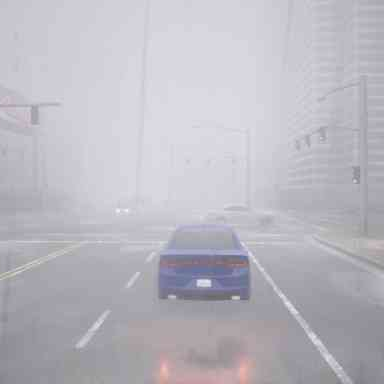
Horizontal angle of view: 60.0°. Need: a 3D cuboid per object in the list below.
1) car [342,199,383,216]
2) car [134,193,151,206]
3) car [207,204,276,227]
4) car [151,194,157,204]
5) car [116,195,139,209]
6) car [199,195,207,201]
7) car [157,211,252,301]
[{"bbox_3d":[17.226,1.505,32.333,4.892,1.490,1.837,0,0,2],"label":"car"},{"bbox_3d":[-8.831,1.221,55.520,2.150,2.045,5.566,0,0,2],"label":"car"},{"bbox_3d":[3.187,1.526,22.024,4.674,1.442,1.812,0,0,1],"label":"car"},{"bbox_3d":[-8.421,1.547,66.200,2.033,1.411,5.357,0,0,3],"label":"car"},{"bbox_3d":[-9.143,1.564,46.176,1.994,1.385,4.181,0,0,2],"label":"car"},{"bbox_3d":[2.762,1.524,86.201,1.812,1.442,4.674,0,0,2],"label":"car"},{"bbox_3d":[0.308,1.478,8.424,1.882,1.535,5.008,0,0,2],"label":"car"}]
